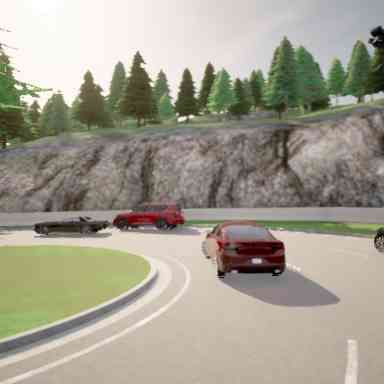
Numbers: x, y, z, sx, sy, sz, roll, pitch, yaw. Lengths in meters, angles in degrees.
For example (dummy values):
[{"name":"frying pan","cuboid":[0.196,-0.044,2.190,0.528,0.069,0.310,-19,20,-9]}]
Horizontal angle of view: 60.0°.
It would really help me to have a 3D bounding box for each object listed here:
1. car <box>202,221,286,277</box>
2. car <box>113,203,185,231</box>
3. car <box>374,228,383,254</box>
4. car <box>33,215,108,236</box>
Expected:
[{"name":"car","cuboid":[1.541,1.720,11.184,1.882,1.535,5.008,0,-1,-4]},{"name":"car","cuboid":[-3.286,1.888,25.672,5.566,2.045,2.150,-1,-2,18]},{"name":"car","cuboid":[8.376,1.616,11.473,2.128,1.511,4.902,-1,-1,-4]},{"name":"car","cuboid":[-8.363,2.299,23.034,4.718,1.301,1.895,-1,-1,1]}]
